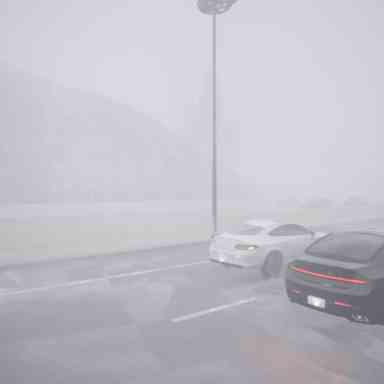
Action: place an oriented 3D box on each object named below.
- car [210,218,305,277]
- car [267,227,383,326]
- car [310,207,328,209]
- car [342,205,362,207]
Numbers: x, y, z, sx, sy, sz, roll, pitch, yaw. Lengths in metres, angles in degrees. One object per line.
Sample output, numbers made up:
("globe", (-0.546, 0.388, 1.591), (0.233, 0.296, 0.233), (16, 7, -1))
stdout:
("car", (2.619, 1.540, 10.238), (4.674, 1.442, 1.812), (0, 0, -38))
("car", (3.916, 1.512, 6.825), (4.892, 1.490, 1.837), (0, 0, -38))
("car", (16.110, 1.528, 41.748), (1.882, 1.535, 5.008), (0, 0, 43))
("car", (20.219, 1.396, 41.009), (2.097, 1.767, 4.553), (0, 0, 43))
